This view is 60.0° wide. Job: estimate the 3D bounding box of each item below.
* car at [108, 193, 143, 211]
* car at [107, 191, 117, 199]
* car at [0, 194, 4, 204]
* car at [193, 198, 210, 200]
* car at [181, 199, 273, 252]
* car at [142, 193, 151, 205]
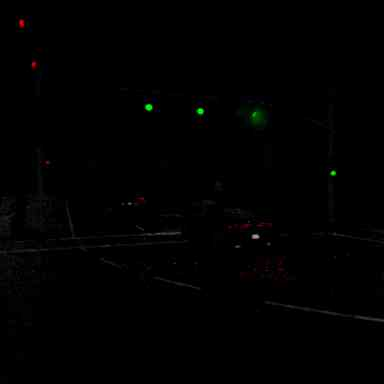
[{"bbox_3d":[-6.731,1.114,33.370,2.033,1.411,5.357,-1,1,-21],"label":"car"},{"bbox_3d":[-16.210,0.506,67.879,2.097,1.767,4.553,-1,1,-20],"label":"car"},{"bbox_3d":[-28.883,1.048,48.744,2.128,1.511,4.902,-1,1,-21],"label":"car"},{"bbox_3d":[0.716,1.161,23.849,1.812,1.442,4.674,-1,1,-21],"label":"car"},{"bbox_3d":[1.153,1.268,13.047,1.882,1.535,5.008,-1,1,-21],"label":"car"},{"bbox_3d":[-6.596,0.933,42.696,1.837,1.490,4.892,-1,1,-21],"label":"car"}]
